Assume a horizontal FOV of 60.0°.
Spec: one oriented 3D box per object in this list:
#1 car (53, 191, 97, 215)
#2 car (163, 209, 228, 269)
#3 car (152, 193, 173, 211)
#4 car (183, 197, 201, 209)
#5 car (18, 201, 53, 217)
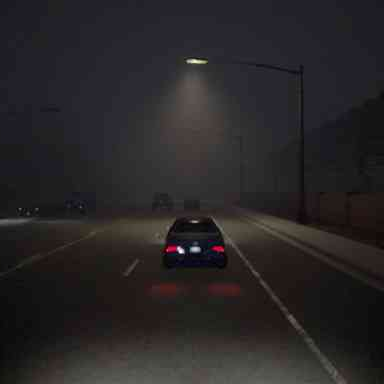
[{"bbox_3d":[-10.573,0.879,31.245,2.150,2.045,5.566,0,0,0],"label":"car"},{"bbox_3d":[0.077,1.521,11.048,2.033,1.411,5.357,0,0,0],"label":"car"},{"bbox_3d":[-3.494,1.133,39.678,2.150,2.045,5.566,0,0,0],"label":"car"},{"bbox_3d":[0.006,1.384,40.033,1.882,1.535,5.008,0,0,0],"label":"car"},{"bbox_3d":[-14.075,1.540,30.797,1.895,1.301,4.718,0,0,0],"label":"car"}]
